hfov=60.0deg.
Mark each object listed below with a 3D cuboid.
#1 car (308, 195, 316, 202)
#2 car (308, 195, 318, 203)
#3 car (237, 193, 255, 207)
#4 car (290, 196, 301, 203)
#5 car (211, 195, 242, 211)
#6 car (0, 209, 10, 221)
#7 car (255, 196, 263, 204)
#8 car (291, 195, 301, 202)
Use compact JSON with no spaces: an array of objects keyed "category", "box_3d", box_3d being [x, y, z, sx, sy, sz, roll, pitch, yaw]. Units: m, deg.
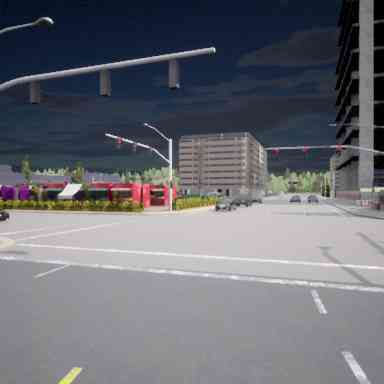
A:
[{"category":"car","box_3d":[28.018,1.513,77.657,1.812,1.442,4.674,0,0,19]},{"category":"car","box_3d":[24.729,1.531,67.801,2.033,1.411,5.357,0,0,19]},{"category":"car","box_3d":[7.667,1.215,50.326,2.150,2.045,5.566,0,0,18]},{"category":"car","box_3d":[21.519,1.544,69.236,1.994,1.385,4.181,0,0,19]},{"category":"car","box_3d":[4.116,1.486,39.756,2.128,1.511,4.902,0,0,19]},{"category":"car","box_3d":[-16.477,1.616,26.074,4.181,1.385,1.994,0,0,19]},{"category":"car","box_3d":[12.549,1.555,64.687,1.994,1.385,4.181,0,0,19]},{"category":"car","box_3d":[24.596,1.528,78.461,2.033,1.411,5.357,0,0,19]}]
